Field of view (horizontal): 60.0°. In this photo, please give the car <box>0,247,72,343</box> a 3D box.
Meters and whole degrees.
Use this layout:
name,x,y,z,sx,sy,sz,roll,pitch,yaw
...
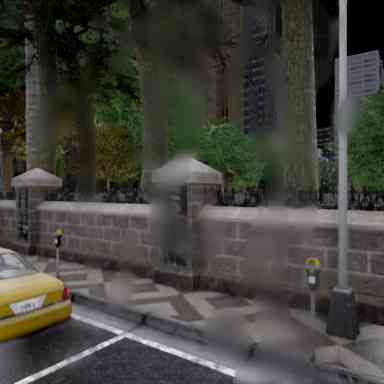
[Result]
name,x,y,z,sx,sy,sz,roll,pitch,yaw
car,-4.130,1.521,5.925,4.829,1.417,1.752,0,0,36
